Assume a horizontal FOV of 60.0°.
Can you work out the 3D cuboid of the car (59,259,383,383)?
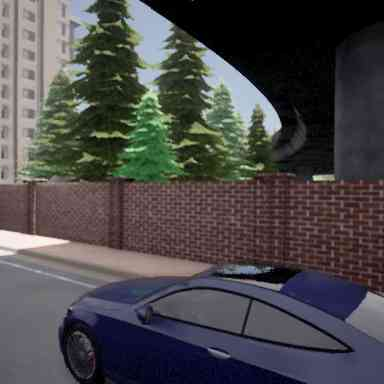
[{"bbox_3d":[0.509,1.508,3.621,4.674,1.442,1.812,1,1,36],"label":"car"}]
